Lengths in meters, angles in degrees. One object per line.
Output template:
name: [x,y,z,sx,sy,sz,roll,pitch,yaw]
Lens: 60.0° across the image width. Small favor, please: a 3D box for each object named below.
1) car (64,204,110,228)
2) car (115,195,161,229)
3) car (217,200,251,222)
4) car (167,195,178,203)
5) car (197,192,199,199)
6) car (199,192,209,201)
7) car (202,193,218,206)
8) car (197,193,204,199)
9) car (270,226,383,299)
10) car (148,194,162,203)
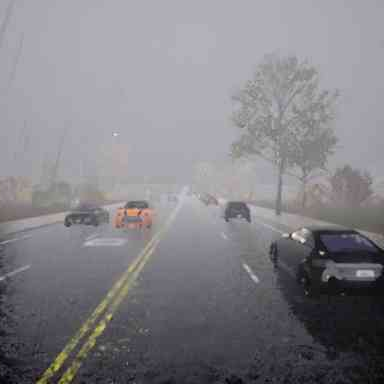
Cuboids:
car: [-6.649,1.485,21.442,1.994,1.385,4.181,0,0,0]
car: [-3.397,1.275,20.875,2.097,1.767,4.553,0,0,0]
car: [3.279,1.408,25.554,1.837,1.490,4.892,0,0,0]
car: [-3.673,1.237,61.966,2.128,1.511,4.902,0,0,0]
car: [2.711,0.910,72.857,2.150,2.045,5.566,0,0,-1]
car: [2.861,1.175,61.818,2.033,1.649,4.856,0,0,-1]
car: [2.986,1.321,50.808,1.812,1.442,4.674,0,0,-1]
car: [2.372,1.073,94.830,1.837,1.490,4.892,0,0,-1]
car: [3.339,1.534,8.424,1.994,1.385,4.181,0,0,0]
car: [-6.931,1.233,63.112,2.128,1.511,4.902,0,0,0]
